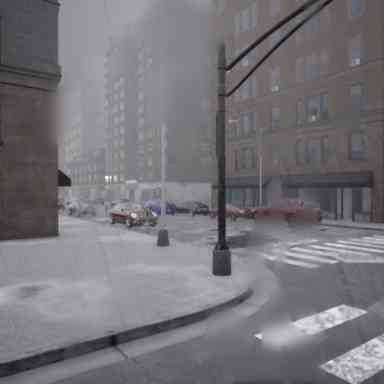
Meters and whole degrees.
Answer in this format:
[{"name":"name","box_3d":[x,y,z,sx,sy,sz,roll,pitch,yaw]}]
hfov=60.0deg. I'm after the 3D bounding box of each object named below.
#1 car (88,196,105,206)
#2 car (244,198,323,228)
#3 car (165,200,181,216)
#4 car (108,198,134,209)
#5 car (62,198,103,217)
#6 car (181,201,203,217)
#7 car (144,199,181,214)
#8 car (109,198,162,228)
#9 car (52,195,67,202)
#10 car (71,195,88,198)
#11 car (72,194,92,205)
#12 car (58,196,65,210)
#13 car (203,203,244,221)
[{"name":"car","box_3d":[-15.736,1.449,54.086,1.837,1.490,4.892,0,0,-35]},{"name":"car","box_3d":[6.244,1.301,22.306,2.192,1.841,5.009,0,0,-35]},{"name":"car","box_3d":[-3.388,1.453,31.161,1.882,1.535,5.008,0,0,-35]},{"name":"car","box_3d":[-9.635,1.524,44.904,1.947,1.339,4.313,0,0,-35]},{"name":"car","box_3d":[-10.246,1.525,30.944,2.008,1.369,4.403,0,0,-35]},{"name":"car","box_3d":[-0.108,1.542,31.345,1.947,1.339,4.313,0,0,-35]},{"name":"car","box_3d":[-3.284,1.521,35.865,2.008,1.369,4.403,0,0,-35]},{"name":"car","box_3d":[-3.893,1.425,21.903,1.967,1.590,4.097,0,0,-35]},{"name":"car","box_3d":[-28.689,1.469,72.020,2.008,1.369,4.403,0,0,-35]},{"name":"car","box_3d":[-18.560,1.471,52.793,1.812,1.442,4.674,0,0,-35]},{"name":"car","box_3d":[-19.771,1.289,59.770,2.097,1.767,4.553,0,0,-35]},{"name":"car","box_3d":[-16.599,1.507,39.986,1.887,1.381,4.507,0,0,-35]},{"name":"car","box_3d":[3.068,1.563,26.825,1.802,1.307,4.206,0,0,-35]}]
